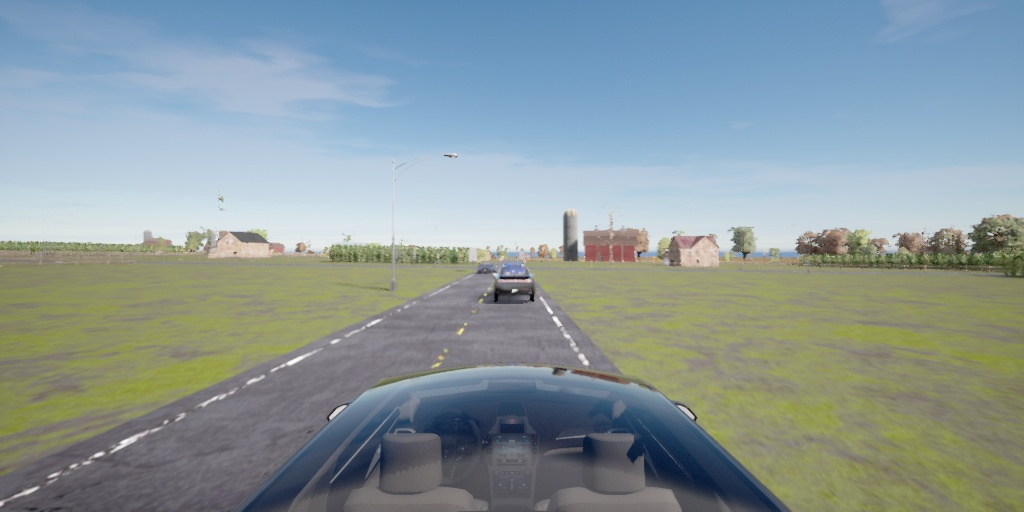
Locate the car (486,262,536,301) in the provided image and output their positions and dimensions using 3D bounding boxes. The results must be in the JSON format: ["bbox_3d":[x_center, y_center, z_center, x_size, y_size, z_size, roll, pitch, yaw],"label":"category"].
[{"bbox_3d":[0.099,1.234,17.214,2.128,1.511,4.902,0,0,0],"label":"car"}]

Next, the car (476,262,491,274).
[{"bbox_3d":[-2.821,1.306,40.177,1.994,1.385,4.181,0,0,0],"label":"car"}]
